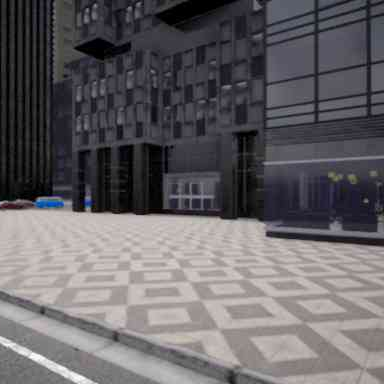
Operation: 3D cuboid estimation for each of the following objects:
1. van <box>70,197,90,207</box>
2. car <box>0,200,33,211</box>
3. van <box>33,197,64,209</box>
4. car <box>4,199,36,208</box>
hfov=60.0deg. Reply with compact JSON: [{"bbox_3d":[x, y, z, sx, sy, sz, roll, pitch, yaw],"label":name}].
[{"bbox_3d":[-17.571,1.653,53.556,1.690,1.788,3.998,0,0,35],"label":"van"},{"bbox_3d":[-24.091,1.867,44.259,1.802,1.307,4.206,0,0,35],"label":"car"},{"bbox_3d":[-20.831,1.639,48.908,1.690,1.788,3.998,0,0,35],"label":"van"},{"bbox_3d":[-27.811,1.899,53.801,1.802,1.307,4.206,0,0,35],"label":"car"}]
